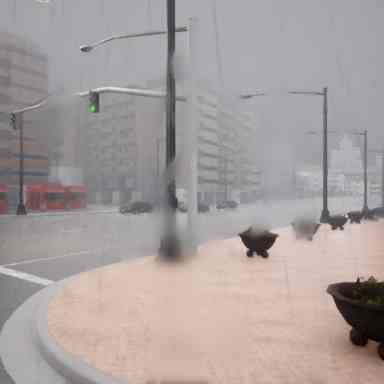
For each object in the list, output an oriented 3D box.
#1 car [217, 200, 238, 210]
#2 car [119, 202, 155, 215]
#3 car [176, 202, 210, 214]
[{"bbox_3d":[5.804,2.114,53.899,1.837,1.490,4.892,0,-1,35],"label":"car"},{"bbox_3d":[-6.048,1.807,37.300,1.812,1.442,4.674,0,-1,35],"label":"car"},{"bbox_3d":[0.143,1.914,39.988,2.033,1.411,5.357,0,-1,35],"label":"car"}]
